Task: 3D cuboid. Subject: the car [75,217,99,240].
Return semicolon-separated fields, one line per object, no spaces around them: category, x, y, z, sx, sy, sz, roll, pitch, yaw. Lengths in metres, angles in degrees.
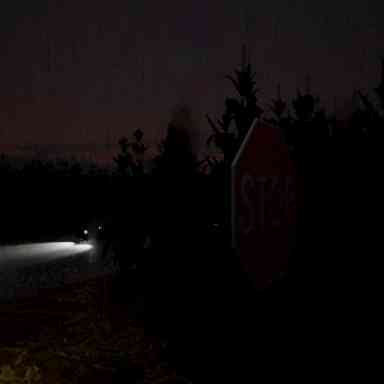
car;-3.504;1.575;16.218;1.994;1.385;4.181;0;0;35
